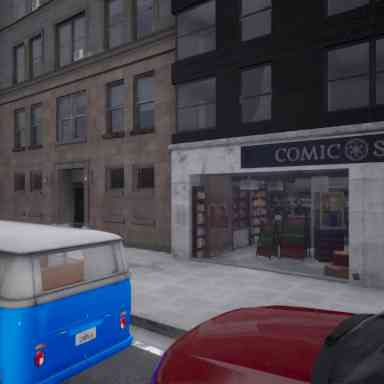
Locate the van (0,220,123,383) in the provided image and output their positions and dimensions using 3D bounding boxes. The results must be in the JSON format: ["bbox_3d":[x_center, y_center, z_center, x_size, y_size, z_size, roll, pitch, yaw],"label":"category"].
[{"bbox_3d":[-2.665,1.341,4.718,3.998,1.788,1.690,0,0,36],"label":"van"}]

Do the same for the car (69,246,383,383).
[{"bbox_3d":[1.955,1.315,1.415,5.009,1.841,2.192,0,0,36],"label":"car"}]
